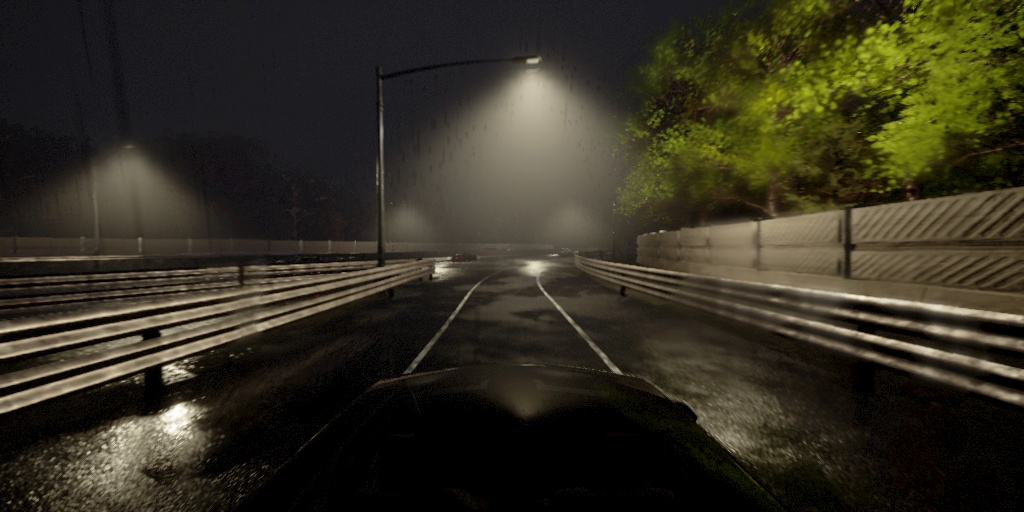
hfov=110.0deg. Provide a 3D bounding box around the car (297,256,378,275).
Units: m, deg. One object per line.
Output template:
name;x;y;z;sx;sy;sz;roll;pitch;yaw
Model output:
car;-10.682;0.749;23.151;2.128;1.511;4.902;0;2;25

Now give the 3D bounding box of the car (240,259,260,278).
car;-17.121;0.789;25.904;1.994;1.385;4.181;0;2;25

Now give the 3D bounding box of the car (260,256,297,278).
car;-13.909;0.748;24.513;1.837;1.490;4.892;0;2;25

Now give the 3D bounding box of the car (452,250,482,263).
car;-6.373;0.177;48.756;1.994;1.385;4.181;0;2;25
